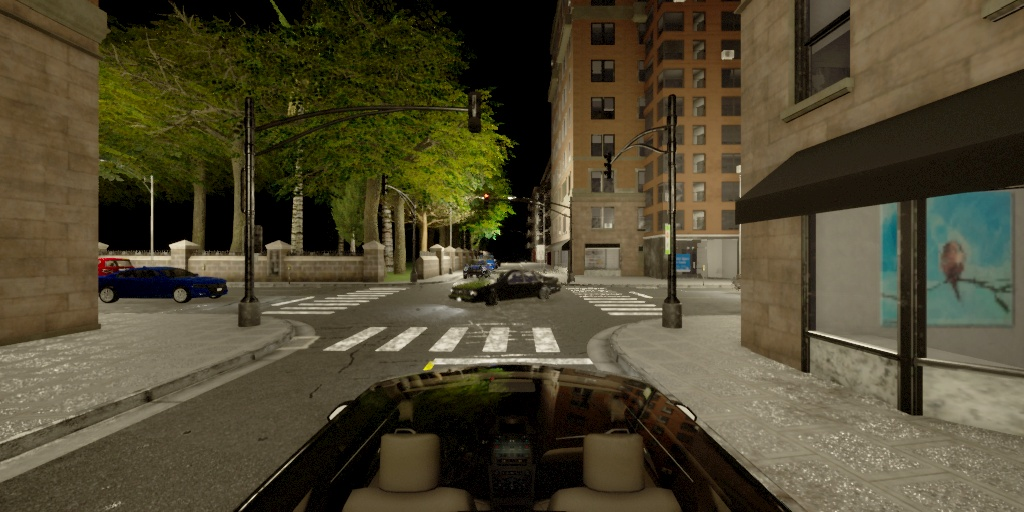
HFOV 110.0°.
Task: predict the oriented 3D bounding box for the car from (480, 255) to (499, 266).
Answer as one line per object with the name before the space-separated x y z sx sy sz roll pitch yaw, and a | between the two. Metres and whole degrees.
car | -3.045 0.935 41.962 2.150 2.045 5.566 0 0 0

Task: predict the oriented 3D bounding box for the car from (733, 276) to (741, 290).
car | 14.249 1.272 18.697 4.892 1.490 1.837 0 0 1

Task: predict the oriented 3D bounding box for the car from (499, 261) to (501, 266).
car | -3.018 1.171 51.989 1.882 1.535 5.008 0 0 0

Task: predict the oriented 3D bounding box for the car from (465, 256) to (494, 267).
car | -3.088 1.083 32.199 2.097 1.767 4.553 0 0 1

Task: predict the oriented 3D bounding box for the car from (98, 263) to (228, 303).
car | -15.471 1.212 15.897 5.008 1.535 1.882 0 0 0

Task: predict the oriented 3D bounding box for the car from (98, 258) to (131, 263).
car | -25.922 1.035 21.815 5.009 1.841 2.192 0 0 1

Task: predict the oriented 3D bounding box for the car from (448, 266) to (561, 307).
car | -0.123 1.297 15.705 5.357 1.411 2.033 0 0 -43
